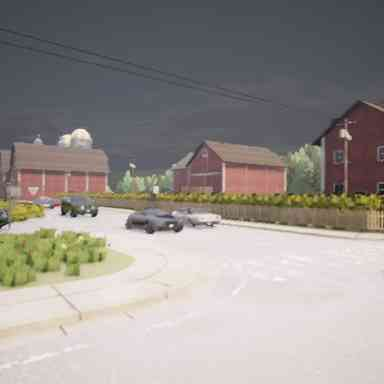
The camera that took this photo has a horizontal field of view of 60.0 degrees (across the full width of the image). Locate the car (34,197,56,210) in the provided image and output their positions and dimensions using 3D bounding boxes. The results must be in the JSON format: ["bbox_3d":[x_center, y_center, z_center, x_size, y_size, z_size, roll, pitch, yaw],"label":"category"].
[{"bbox_3d":[-19.393,1.584,43.426,2.128,1.511,4.902,1,0,-35],"label":"car"}]

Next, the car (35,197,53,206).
[{"bbox_3d":[-26.409,1.603,59.226,1.882,1.535,5.008,1,0,-36],"label":"car"}]

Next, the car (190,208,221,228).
[{"bbox_3d":[-0.199,1.731,23.191,1.895,1.301,4.718,1,0,-37],"label":"car"}]

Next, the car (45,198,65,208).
[{"bbox_3d":[-21.791,1.690,52.828,1.994,1.385,4.181,1,0,-36],"label":"car"}]

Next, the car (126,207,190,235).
[{"bbox_3d":[-2.280,1.657,19.659,1.994,1.385,4.181,1,0,-36],"label":"car"}]

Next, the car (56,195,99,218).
[{"bbox_3d":[-10.671,1.315,31.290,2.150,2.045,5.566,1,-1,-36],"label":"car"}]

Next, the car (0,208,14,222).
[{"bbox_3d":[-13.159,1.221,18.612,5.566,2.045,2.150,1,0,-12],"label":"car"}]
